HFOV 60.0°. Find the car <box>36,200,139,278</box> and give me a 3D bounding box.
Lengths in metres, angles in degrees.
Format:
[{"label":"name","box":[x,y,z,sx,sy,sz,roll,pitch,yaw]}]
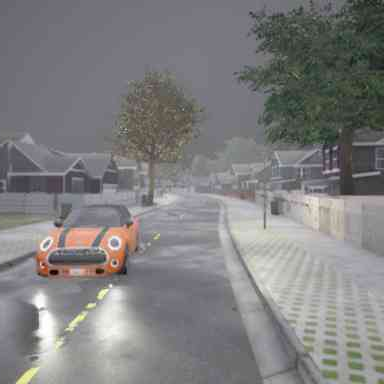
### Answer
[{"label":"car","box":[-2.758,1.172,9.720,2.097,1.767,4.553,0,1,-4]}]
